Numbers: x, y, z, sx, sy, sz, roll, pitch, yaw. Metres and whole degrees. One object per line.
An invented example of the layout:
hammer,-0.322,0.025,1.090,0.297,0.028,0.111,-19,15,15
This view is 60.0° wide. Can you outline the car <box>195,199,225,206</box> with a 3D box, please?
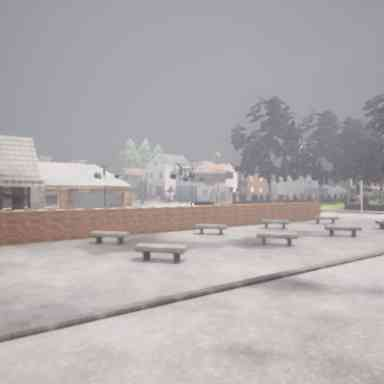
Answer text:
car,2.499,1.643,46.961,1.895,1.301,4.718,0,0,-35
